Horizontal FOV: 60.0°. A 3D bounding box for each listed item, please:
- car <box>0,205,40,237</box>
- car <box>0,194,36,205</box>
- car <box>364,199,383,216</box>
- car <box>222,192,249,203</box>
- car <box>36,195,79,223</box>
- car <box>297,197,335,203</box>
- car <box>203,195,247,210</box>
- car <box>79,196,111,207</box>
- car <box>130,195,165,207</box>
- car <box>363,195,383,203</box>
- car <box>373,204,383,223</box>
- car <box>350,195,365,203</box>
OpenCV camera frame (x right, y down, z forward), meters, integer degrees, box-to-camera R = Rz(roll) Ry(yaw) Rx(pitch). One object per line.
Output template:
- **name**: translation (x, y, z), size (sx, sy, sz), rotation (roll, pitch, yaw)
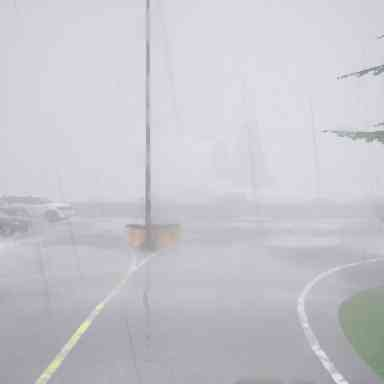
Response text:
- **car**: translation (-11.023, 1.573, 17.800), size (4.674, 1.442, 1.812), rotation (0, 0, 0)
- **car**: translation (-13.424, 1.240, 21.288), size (5.566, 2.045, 2.150), rotation (0, 0, 0)
- **car**: translation (16.004, 1.480, 24.735), size (4.902, 1.511, 2.128), rotation (0, 0, 0)
- **car**: translation (5.086, 1.035, 45.950), size (5.566, 2.045, 2.150), rotation (0, 0, 0)
- **car**: translation (-11.778, 1.211, 24.784), size (5.566, 2.045, 2.150), rotation (0, 0, 0)
- **car**: translation (15.790, 1.367, 42.437), size (4.674, 1.442, 1.812), rotation (0, 0, 0)
- **car**: translation (3.002, 1.391, 35.458), size (4.902, 1.511, 2.128), rotation (0, 0, 0)
- **car**: translation (-13.527, 1.339, 45.990), size (4.674, 1.442, 1.812), rotation (0, 0, 0)
- **car**: translation (-5.692, 1.194, 42.475), size (4.553, 1.767, 2.097), rotation (0, 0, 0)
- **car**: translation (21.482, 1.391, 35.426), size (4.902, 1.511, 2.128), rotation (0, 0, 0)
- **car**: translation (14.593, 1.618, 21.237), size (4.718, 1.301, 1.895), rotation (0, 0, 0)
- **car**: translation (24.251, 1.164, 45.914), size (4.553, 1.767, 2.097), rotation (0, 0, 0)
